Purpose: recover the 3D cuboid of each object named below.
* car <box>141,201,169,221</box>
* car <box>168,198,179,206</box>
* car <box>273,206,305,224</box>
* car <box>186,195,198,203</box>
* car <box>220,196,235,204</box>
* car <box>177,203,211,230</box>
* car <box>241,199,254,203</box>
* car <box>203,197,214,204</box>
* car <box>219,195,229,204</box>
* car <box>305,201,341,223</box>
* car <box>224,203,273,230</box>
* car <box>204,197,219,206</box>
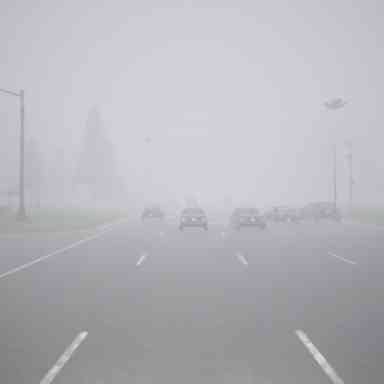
[{"bbox_3d":[-3.401,1.740,29.797,1.812,1.442,4.674,0,0,0],"label":"car"},{"bbox_3d":[-3.503,1.929,62.759,1.882,1.535,5.008,0,0,0],"label":"car"},{"bbox_3d":[7.098,1.793,26.530,1.895,1.301,4.718,0,0,0],"label":"car"},{"bbox_3d":[-0.003,1.674,62.791,2.150,2.045,5.566,0,0,0],"label":"car"},{"bbox_3d":[6.997,1.997,62.342,2.033,1.411,5.357,0,0,0],"label":"car"},{"bbox_3d":[0.099,1.708,22.229,2.033,1.411,5.357,0,0,0],"label":"car"},{"bbox_3d":[10.497,2.059,63.622,1.895,1.301,4.718,0,0,0],"label":"car"},{"bbox_3d":[3.497,1.878,72.346,2.128,1.511,4.902,0,0,0],"label":"car"},{"bbox_3d":[6.997,1.579,72.379,2.150,2.045,5.566,0,0,0],"label":"car"},{"bbox_3d":[10.599,1.553,27.936,2.097,1.767,4.553,0,0,0],"label":"car"},{"bbox_3d":[3.599,1.708,22.228,2.033,1.411,5.357,0,0,0],"label":"car"},{"bbox_3d":[3.497,1.980,63.175,1.812,1.442,4.674,0,0,0],"label":"car"}]
